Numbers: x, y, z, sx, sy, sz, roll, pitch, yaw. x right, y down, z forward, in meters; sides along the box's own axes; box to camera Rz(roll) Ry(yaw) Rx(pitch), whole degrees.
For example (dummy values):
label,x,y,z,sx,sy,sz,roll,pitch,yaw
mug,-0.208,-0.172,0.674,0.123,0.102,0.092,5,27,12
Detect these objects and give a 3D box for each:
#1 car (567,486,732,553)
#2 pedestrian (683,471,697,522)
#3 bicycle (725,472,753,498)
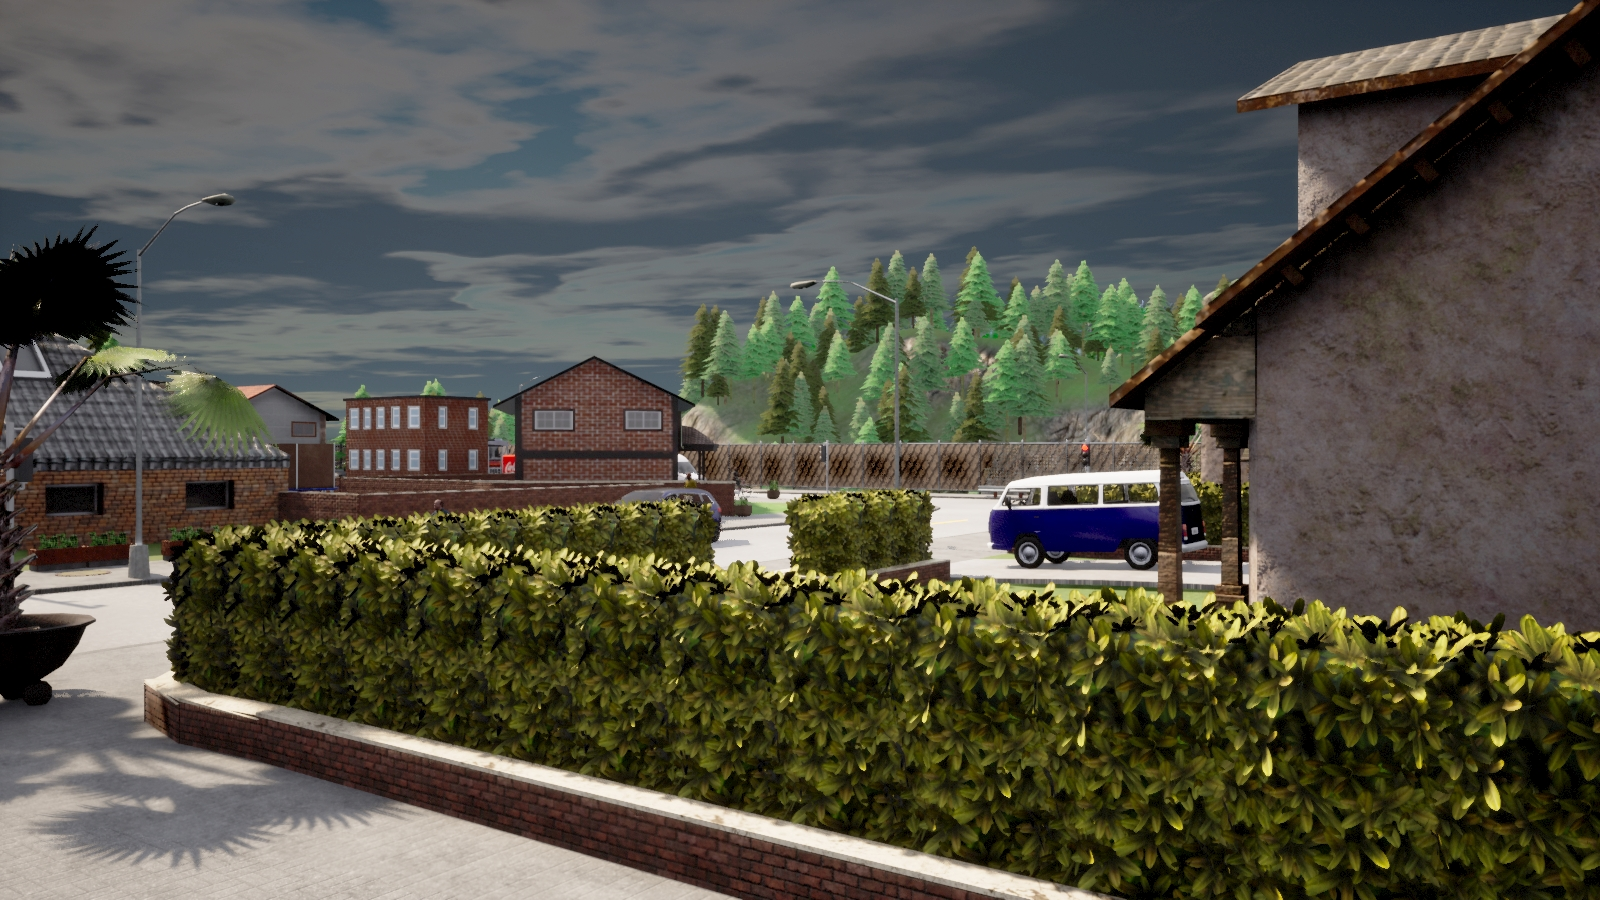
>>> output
label,x,y,z,sx,sy,sz,roll,pitch,yaw
car,-4.309,1.959,33.366,2.242,1.667,4.611,0,0,35
pedestrian,-4.117,1.732,42.723,0.375,1.860,0.375,0,0,37
bicycle,-3.581,2.044,67.388,1.835,1.471,0.329,0,0,35
